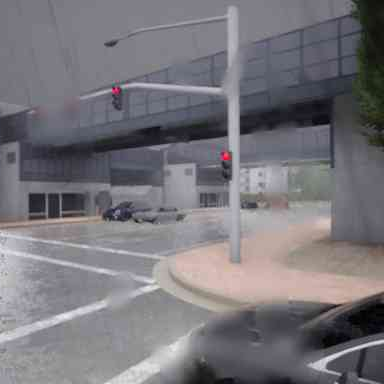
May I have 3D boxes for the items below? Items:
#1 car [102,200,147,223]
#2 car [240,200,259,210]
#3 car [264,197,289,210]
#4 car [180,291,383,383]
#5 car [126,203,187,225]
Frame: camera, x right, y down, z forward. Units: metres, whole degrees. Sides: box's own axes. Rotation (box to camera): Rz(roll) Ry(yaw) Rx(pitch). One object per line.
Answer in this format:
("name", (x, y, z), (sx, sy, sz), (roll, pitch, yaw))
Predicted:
("car", (-5.334, 1.568, 27.973), (2.097, 1.767, 4.553), (-1, 0, 36))
("car", (7.508, 1.778, 45.673), (1.994, 1.385, 4.181), (-1, 0, 36))
("car", (11.498, 1.527, 45.201), (2.097, 1.767, 4.553), (-1, 0, 36))
("car", (2.137, 1.502, 2.449), (4.892, 1.490, 1.837), (0, 0, 35))
("car", (-2.500, 1.780, 25.915), (1.895, 1.301, 4.718), (-1, 0, 36))
